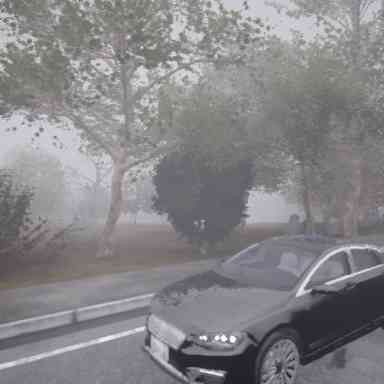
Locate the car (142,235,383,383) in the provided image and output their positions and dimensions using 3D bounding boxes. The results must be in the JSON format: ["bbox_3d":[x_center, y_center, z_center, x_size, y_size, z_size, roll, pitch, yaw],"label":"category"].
[{"bbox_3d":[1.630,1.484,5.155,4.902,1.511,2.128,0,0,-35],"label":"car"}]
